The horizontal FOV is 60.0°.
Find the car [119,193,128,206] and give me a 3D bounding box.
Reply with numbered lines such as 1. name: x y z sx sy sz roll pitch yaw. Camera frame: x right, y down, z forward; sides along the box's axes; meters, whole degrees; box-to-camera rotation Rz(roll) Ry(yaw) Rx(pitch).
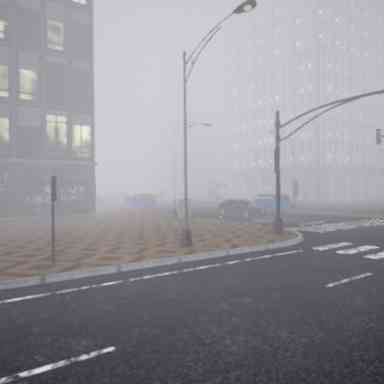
1. car: -7.972 1.250 45.950 1.812 1.442 4.674 -1 1 -34

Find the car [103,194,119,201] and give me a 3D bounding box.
1. car: -17.039 1.096 69.657 1.947 1.339 4.313 -1 1 -34

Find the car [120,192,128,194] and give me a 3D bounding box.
1. car: -9.564 1.174 53.896 1.812 1.442 4.674 -1 1 -34

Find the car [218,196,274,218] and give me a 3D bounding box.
1. car: 4.173 1.334 27.975 1.837 1.490 4.892 -1 1 -34

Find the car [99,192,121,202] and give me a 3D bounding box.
1. car: -15.261 1.125 62.223 1.812 1.442 4.674 -1 1 -34

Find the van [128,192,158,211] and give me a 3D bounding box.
1. van: -5.351 1.139 37.433 1.690 1.788 3.998 -1 1 -34

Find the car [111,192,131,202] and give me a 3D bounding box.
1. car: -13.935 0.873 65.067 2.192 1.841 5.009 -1 1 -34

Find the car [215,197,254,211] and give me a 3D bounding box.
1. car: 4.712 1.265 37.560 1.887 1.381 4.507 -1 1 -34

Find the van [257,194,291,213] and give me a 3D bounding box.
1. van: 7.890 1.086 33.023 1.690 1.788 3.998 -1 1 -34

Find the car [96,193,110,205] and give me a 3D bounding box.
1. car: -14.664 1.283 51.197 1.947 1.339 4.313 -1 1 -34

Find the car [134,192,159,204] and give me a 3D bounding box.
1. car: -7.725 0.928 55.892 2.192 1.841 5.009 -1 1 -34
